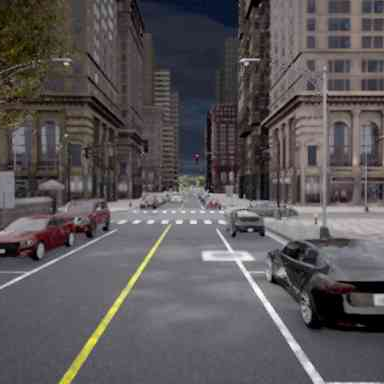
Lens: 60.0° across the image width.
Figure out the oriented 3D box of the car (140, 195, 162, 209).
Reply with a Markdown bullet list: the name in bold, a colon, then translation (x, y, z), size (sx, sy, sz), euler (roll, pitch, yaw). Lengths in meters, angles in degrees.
- **car**: translation (-5.765, 1.313, 44.688), size (2.192, 1.841, 5.009), euler (-1, 0, 0)

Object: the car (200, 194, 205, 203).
- **car**: translation (2.767, 1.550, 55.776), size (1.947, 1.339, 4.313), euler (-1, 0, 0)

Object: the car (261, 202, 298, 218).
- **car**: translation (7.272, 1.622, 29.849), size (4.181, 1.385, 1.994), euler (0, 1, 0)

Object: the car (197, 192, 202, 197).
- **car**: translation (2.771, 1.380, 77.938), size (1.967, 1.590, 4.097), euler (-1, 0, 0)

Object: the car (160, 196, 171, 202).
- **car**: translation (-5.754, 1.519, 72.393), size (1.947, 1.339, 4.313), euler (-1, 0, 0)

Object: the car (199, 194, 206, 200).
- **car**: translation (2.775, 1.342, 89.019), size (1.967, 1.590, 4.097), euler (-1, 0, 0)

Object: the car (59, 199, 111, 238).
- **car**: translation (-5.773, 1.322, 17.848), size (2.192, 1.841, 5.009), euler (-1, 0, 0)

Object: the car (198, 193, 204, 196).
- **car**: translation (2.771, 1.536, 72.397), size (1.802, 1.307, 4.206), euler (-1, 0, 0)

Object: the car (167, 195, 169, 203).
- **car**: translation (-5.757, 1.541, 61.311), size (1.947, 1.339, 4.313), euler (-1, 0, 0)

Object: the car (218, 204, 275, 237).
- **car**: translation (2.756, 1.558, 17.856), size (2.008, 1.369, 4.403), euler (-1, 0, 0)

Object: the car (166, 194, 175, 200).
- **car**: translation (-5.750, 1.342, 89.016), size (1.967, 1.590, 4.097), euler (-1, 0, 0)

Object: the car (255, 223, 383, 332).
- **car**: translation (2.753, 1.571, 6.807), size (1.947, 1.339, 4.313), euler (-1, 0, 0)

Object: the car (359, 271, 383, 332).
- **car**: translation (2.751, 1.546, 1.283), size (1.887, 1.381, 4.507), euler (-1, 0, 0)

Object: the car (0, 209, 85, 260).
- **car**: translation (-5.771, 1.551, 12.323), size (1.887, 1.381, 4.507), euler (-1, 0, 0)

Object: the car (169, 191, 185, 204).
- **car**: translation (-2.995, 1.189, 64.997), size (2.150, 2.045, 5.566), euler (0, 0, 0)

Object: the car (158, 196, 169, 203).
- **car**: translation (-5.756, 1.491, 66.682), size (1.752, 1.417, 4.829), euler (-1, 0, 0)

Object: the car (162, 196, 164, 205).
- **car**: translation (-5.761, 1.517, 50.060), size (1.752, 1.417, 4.829), euler (-1, 0, 0)

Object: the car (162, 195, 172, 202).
- **car**: translation (-5.753, 1.506, 77.934), size (1.947, 1.339, 4.313), euler (-1, 0, 0)

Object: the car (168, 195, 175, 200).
- **car**: translation (-5.747, 1.459, 94.559), size (1.802, 1.307, 4.206), euler (-1, 0, 0)

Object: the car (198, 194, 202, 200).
- **car**: translation (2.770, 1.531, 66.856), size (1.947, 1.339, 4.313), euler (-1, 0, 0)

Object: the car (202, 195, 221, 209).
- **car**: translation (2.762, 1.438, 44.695), size (1.967, 1.590, 4.097), euler (-1, 0, 0)

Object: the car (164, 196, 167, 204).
- **car**: translation (-5.759, 1.510, 55.600), size (1.752, 1.417, 4.829), euler (-1, 0, 0)

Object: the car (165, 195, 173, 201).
- **car**: translation (-5.751, 1.505, 83.476), size (1.802, 1.307, 4.206), euler (-1, 0, 0)
